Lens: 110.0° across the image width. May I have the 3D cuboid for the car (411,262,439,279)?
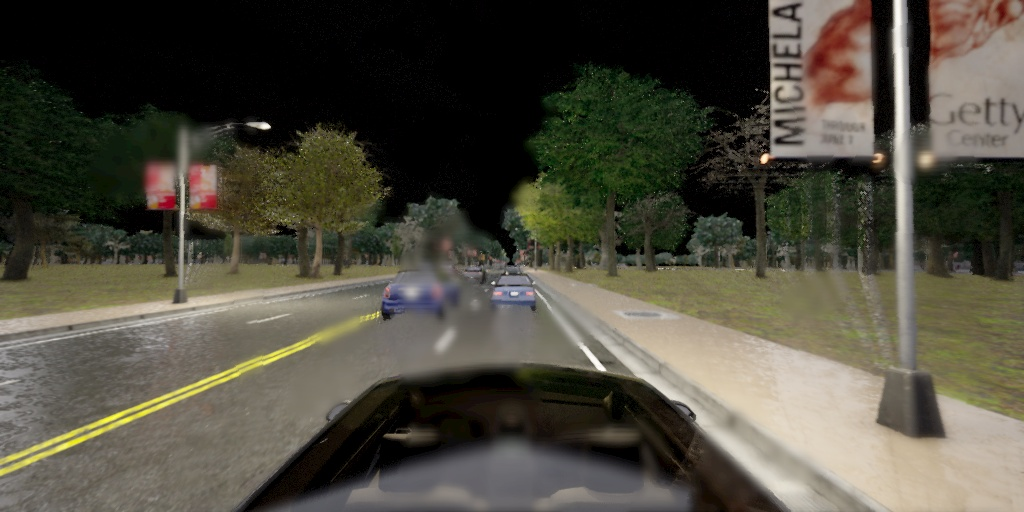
[{"bbox_3d":[-9.799,1.584,40.738,2.097,1.767,4.553,0,-1,1],"label":"car"}]

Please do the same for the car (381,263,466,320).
[{"bbox_3d":[-3.154,1.232,13.397,2.097,1.767,4.553,0,-1,0],"label":"car"}]

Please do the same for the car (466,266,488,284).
[{"bbox_3d":[-3.160,1.595,31.247,2.128,1.511,4.902,0,-1,0],"label":"car"}]

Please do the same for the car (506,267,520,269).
[{"bbox_3d":[0.088,1.807,38.981,1.895,1.301,4.718,0,-1,0],"label":"car"}]

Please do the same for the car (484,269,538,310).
[{"bbox_3d":[0.094,1.453,15.569,2.033,1.411,5.357,0,-1,0],"label":"car"}]

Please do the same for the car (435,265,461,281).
[{"bbox_3d":[-6.575,1.706,37.028,1.812,1.442,4.674,0,-1,0],"label":"car"}]
